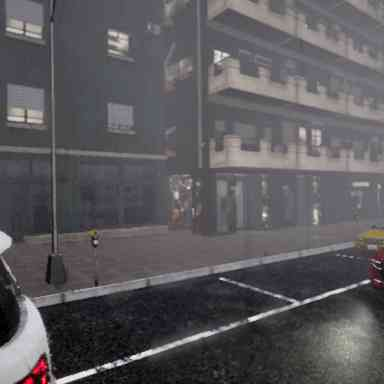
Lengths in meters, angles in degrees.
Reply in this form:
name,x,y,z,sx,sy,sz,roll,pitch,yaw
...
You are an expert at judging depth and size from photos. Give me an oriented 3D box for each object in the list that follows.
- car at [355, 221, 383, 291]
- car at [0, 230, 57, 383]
name,x,y,z,sx,sy,sz,roll,pitch,yaw
car,6.133,1.474,7.891,5.008,1.535,1.882,0,0,-36
car,-3.328,1.239,0.942,5.566,2.045,2.150,0,0,-36
